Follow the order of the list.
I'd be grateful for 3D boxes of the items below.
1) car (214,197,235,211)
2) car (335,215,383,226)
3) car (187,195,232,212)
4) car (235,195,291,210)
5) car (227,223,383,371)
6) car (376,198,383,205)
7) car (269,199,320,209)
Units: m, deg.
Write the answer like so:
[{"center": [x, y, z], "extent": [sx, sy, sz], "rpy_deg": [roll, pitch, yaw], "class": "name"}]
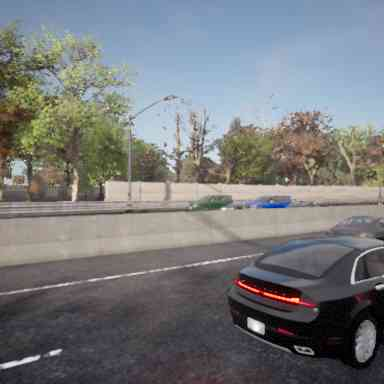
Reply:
[{"center": [5.064, 1.580, 33.400], "extent": [4.902, 1.511, 2.128], "rpy_deg": [0, 0, -35], "class": "car"}, {"center": [7.105, 1.612, 13.117], "extent": [4.181, 1.385, 1.994], "rpy_deg": [0, 0, -35], "class": "car"}, {"center": [2.071, 1.307, 35.215], "extent": [5.566, 2.045, 2.150], "rpy_deg": [1, 0, -38], "class": "car"}, {"center": [6.986, 1.310, 30.473], "extent": [5.566, 2.045, 2.150], "rpy_deg": [0, 0, -35], "class": "car"}, {"center": [2.814, 1.523, 5.762], "extent": [4.892, 1.490, 1.837], "rpy_deg": [1, 0, -35], "class": "car"}, {"center": [34.258, 1.747, 58.414], "extent": [5.008, 1.535, 1.882], "rpy_deg": [0, 0, -35], "class": "car"}, {"center": [8.924, 1.592, 27.556], "extent": [4.892, 1.490, 1.837], "rpy_deg": [0, 0, -35], "class": "car"}]
